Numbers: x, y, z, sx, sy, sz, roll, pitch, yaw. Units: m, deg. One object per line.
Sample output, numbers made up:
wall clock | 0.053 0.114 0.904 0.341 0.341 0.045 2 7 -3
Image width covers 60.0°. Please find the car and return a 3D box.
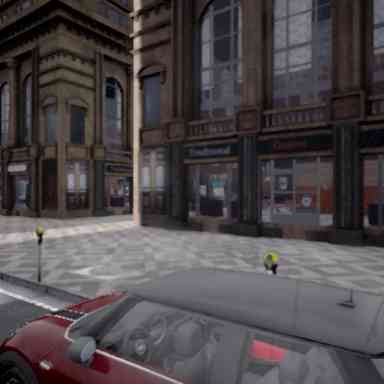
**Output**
car | -0.006 1.439 2.964 4.097 1.590 1.967 0 0 35
